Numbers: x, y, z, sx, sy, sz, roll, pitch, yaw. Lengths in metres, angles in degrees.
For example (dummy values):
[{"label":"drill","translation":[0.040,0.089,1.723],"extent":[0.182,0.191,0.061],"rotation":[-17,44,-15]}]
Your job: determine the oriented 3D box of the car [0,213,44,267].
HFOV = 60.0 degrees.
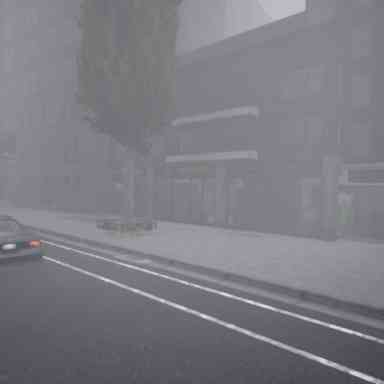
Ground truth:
[{"label":"car","translation":[-6.219,1.293,9.684],"extent":[5.357,1.411,2.033],"rotation":[2,1,43]}]
